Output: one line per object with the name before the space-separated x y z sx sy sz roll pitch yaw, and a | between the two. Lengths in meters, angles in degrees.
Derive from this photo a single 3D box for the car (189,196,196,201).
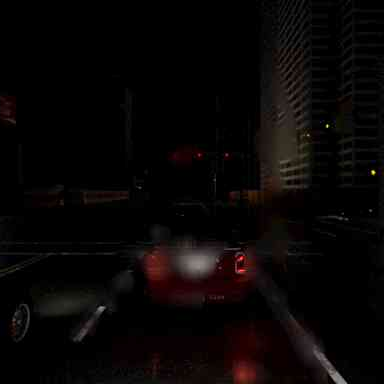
car | 0.128 1.591 83.437 1.895 1.301 4.718 0 0 0

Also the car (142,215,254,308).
car | 0.112 1.352 8.087 2.097 1.767 4.553 0 0 0

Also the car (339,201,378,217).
car | 16.317 1.546 30.126 5.357 1.411 2.033 0 0 0

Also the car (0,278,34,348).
car | -3.393 1.526 3.315 1.812 1.442 4.674 0 0 0
